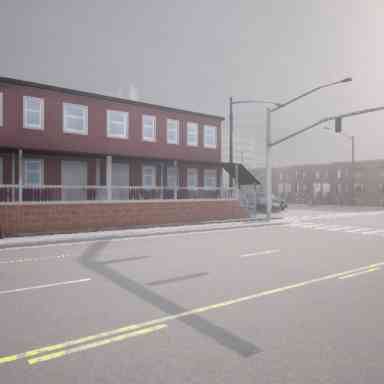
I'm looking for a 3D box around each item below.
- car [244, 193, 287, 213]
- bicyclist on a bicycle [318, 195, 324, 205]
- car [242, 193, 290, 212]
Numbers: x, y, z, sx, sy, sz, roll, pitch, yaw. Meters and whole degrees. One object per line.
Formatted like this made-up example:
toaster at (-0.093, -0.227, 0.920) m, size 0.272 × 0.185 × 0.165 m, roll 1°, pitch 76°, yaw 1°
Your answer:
car at (7.456, 1.319, 36.023) m, size 2.097 × 1.767 × 4.553 m, roll 0°, pitch 0°, yaw -36°
bicyclist on a bicycle at (20.340, 1.278, 52.365) m, size 1.656 × 1.620 × 0.582 m, roll 0°, pitch 0°, yaw -36°
car at (8.803, 1.186, 40.157) m, size 2.150 × 2.045 × 5.566 m, roll 0°, pitch 0°, yaw -36°
